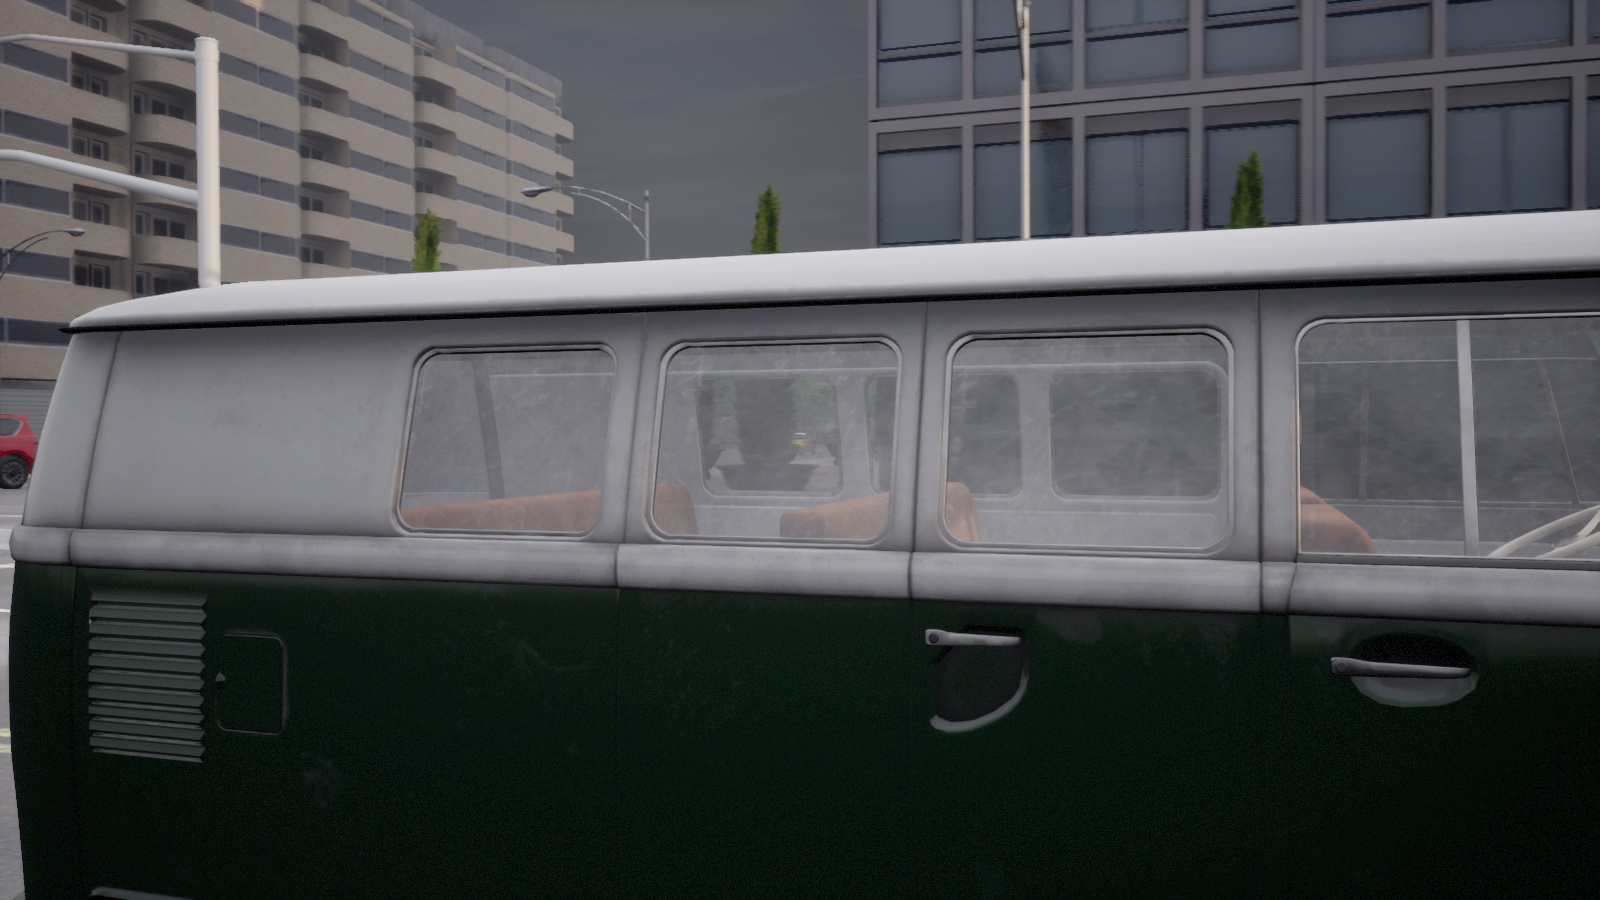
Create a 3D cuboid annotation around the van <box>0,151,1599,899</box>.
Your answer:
[{"bbox_3d":[0.276,0.531,3.097,4.442,1.987,1.775,1,1,19],"label":"van"}]

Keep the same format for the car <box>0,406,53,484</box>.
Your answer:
[{"bbox_3d":[-22.548,-0.116,32.383,2.150,2.045,5.566,1,1,18],"label":"car"}]
